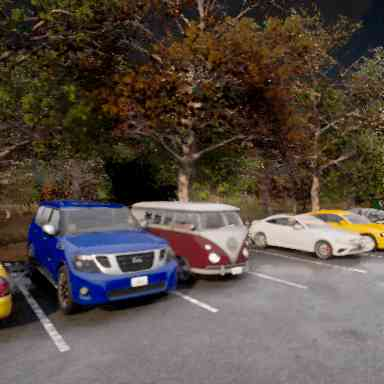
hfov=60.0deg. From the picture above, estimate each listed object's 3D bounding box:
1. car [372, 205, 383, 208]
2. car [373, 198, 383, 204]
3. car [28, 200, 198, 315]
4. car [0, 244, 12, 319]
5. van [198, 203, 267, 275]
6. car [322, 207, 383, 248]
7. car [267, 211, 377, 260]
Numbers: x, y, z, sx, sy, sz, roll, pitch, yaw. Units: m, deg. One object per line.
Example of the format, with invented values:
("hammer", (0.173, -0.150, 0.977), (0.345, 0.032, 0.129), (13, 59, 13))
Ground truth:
("car", (8.827, 1.586, 16.267), (2.231, 1.521, 4.892), (0, 0, -35))
("car", (13.399, 1.364, 19.452), (2.435, 2.045, 5.566), (0, 0, -35))
("car", (-2.529, 1.255, 8.210), (2.435, 2.045, 5.566), (0, 0, -35))
("car", (-4.928, 1.487, 6.778), (1.946, 1.575, 5.366), (0, 0, -35))
("van", (-0.202, 1.297, 9.744), (1.878, 1.987, 4.442), (0, 0, -35))
("car", (6.552, 1.570, 14.660), (2.097, 1.535, 5.008), (0, 0, -35))
("car", (4.278, 1.595, 13.051), (2.002, 1.452, 4.674), (0, 0, -35))
